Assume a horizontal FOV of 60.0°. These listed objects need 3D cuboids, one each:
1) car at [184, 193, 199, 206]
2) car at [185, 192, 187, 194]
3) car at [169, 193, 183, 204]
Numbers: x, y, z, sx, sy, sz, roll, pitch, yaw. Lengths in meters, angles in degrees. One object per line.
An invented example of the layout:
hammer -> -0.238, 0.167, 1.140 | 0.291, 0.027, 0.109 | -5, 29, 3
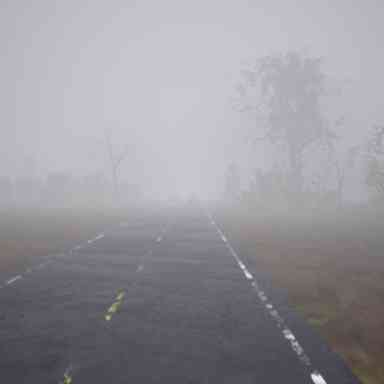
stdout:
car -> 0.086, 1.311, 50.589 | 1.812, 1.442, 4.674 | 0, 0, 0
car -> 0.098, 1.057, 69.184 | 2.097, 1.767, 4.553 | 0, 0, 0
car -> -3.046, 1.228, 58.860 | 1.882, 1.535, 5.008 | 0, 0, 1
